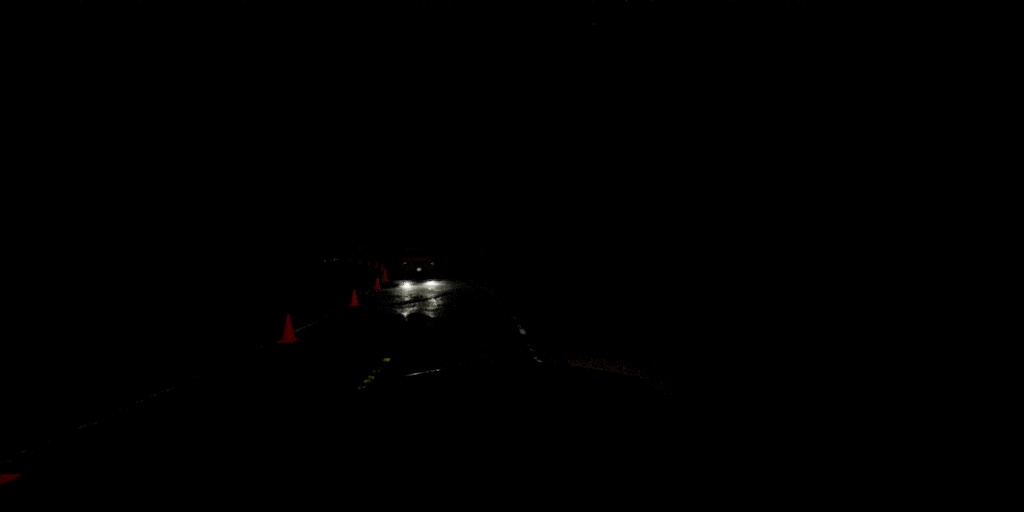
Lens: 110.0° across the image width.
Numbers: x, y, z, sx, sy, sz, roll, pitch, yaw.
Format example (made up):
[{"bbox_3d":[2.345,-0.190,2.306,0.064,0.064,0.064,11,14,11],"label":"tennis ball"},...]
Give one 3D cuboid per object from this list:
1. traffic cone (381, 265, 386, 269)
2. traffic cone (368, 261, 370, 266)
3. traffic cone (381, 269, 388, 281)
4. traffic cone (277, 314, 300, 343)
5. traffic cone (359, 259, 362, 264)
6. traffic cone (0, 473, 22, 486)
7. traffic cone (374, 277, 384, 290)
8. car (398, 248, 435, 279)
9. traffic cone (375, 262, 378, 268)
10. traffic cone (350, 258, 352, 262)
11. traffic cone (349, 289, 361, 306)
[{"bbox_3d":[-9.381,1.112,26.646,0.340,0.580,0.340,0,0,-21],"label":"traffic cone"},{"bbox_3d":[-15.795,0.752,39.652,0.340,0.580,0.340,0,0,-32],"label":"traffic cone"},{"bbox_3d":[-7.811,1.230,22.066,0.340,0.580,0.340,0,0,-17],"label":"traffic cone"},{"bbox_3d":[-4.897,1.568,7.861,0.340,0.580,0.340,0,0,-6],"label":"traffic cone"},{"bbox_3d":[-18.472,0.637,43.685,0.340,0.580,0.340,0,0,-35],"label":"traffic cone"},{"bbox_3d":[-4.537,1.676,3.033,0.340,0.580,0.340,0,0,-2],"label":"traffic cone"},{"bbox_3d":[-6.537,1.345,17.397,0.340,0.580,0.340,0,0,-13],"label":"traffic cone"},{"bbox_3d":[-6.785,0.427,25.293,2.150,2.045,5.566,0,1,-19],"label":"car"},{"bbox_3d":[-13.381,0.871,35.456,0.340,0.580,0.340,0,0,-28],"label":"traffic cone"},{"bbox_3d":[-21.402,0.525,47.538,0.340,0.580,0.340,0,0,-39],"label":"traffic cone"},{"bbox_3d":[-5.564,1.458,12.655,0.340,0.580,0.340,0,0,-10],"label":"traffic cone"}]
